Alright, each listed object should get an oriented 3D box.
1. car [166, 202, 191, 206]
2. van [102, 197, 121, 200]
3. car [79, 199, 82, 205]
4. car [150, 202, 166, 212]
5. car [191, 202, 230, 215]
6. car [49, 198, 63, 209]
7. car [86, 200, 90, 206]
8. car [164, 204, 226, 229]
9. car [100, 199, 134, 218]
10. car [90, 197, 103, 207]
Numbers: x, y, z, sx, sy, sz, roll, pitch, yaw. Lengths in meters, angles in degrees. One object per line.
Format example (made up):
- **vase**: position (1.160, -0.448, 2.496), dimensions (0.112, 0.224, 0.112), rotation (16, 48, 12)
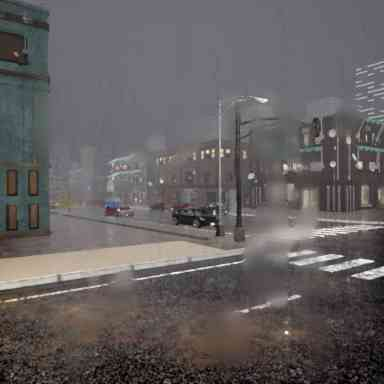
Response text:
- **car**: position (-0.963, 1.904, 40.370), dimensions (1.802, 1.307, 4.206), rotation (-2, 0, -35)
- **van**: position (-13.765, 1.907, 58.438), dimensions (1.690, 1.788, 3.998), rotation (-1, 0, -35)
- **car**: position (-26.556, 2.364, 76.506), dimensions (1.947, 1.339, 4.313), rotation (-1, 0, -35)
- **car**: position (-4.161, 1.966, 44.887), dimensions (1.802, 1.307, 4.206), rotation (-2, 0, -35)
- **car**: position (2.235, 1.809, 35.853), dimensions (2.008, 1.369, 4.403), rotation (-2, 0, -35)
- **car**: position (-23.699, 2.233, 57.971), dimensions (1.752, 1.417, 4.829), rotation (-1, 0, -35)
- **car**: position (-20.158, 2.227, 67.472), dimensions (1.887, 1.381, 4.507), rotation (-1, 0, -35)
- **car**: position (0.120, 1.814, 24.130), dimensions (1.947, 1.339, 4.313), rotation (-1, 0, -35)
- **car**: position (-7.804, 1.846, 35.524), dimensions (1.967, 1.590, 4.097), rotation (-1, 0, -35)
- **car**: position (-16.965, 1.940, 62.954), dimensions (2.192, 1.841, 5.009), rotation (-1, 0, -35)
